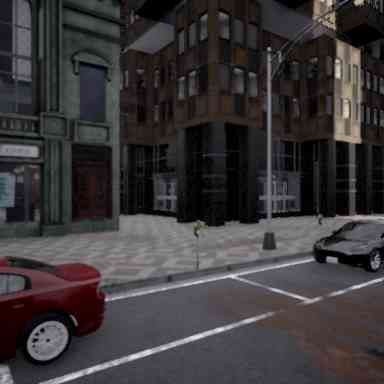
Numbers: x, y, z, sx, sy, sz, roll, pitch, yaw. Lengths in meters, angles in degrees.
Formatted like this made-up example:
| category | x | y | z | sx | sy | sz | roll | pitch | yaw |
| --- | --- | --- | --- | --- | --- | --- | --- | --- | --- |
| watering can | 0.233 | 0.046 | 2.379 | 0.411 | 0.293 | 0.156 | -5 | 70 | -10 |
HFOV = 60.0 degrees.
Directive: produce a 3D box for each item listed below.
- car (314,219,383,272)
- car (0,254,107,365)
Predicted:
| category | x | y | z | sx | sy | sz | roll | pitch | yaw |
| --- | --- | --- | --- | --- | --- | --- | --- | --- | --- |
| car | 5.785 | 1.573 | 10.781 | 4.313 | 1.339 | 1.947 | 0 | 0 | -36 |
| car | -3.391 | 1.544 | 4.233 | 4.507 | 1.381 | 1.887 | 0 | 0 | -36 |
